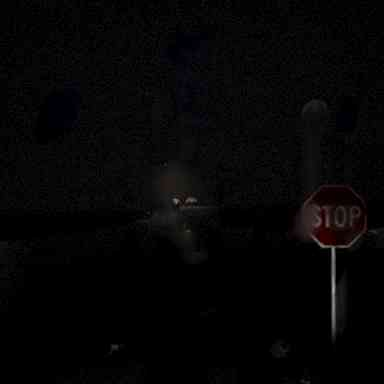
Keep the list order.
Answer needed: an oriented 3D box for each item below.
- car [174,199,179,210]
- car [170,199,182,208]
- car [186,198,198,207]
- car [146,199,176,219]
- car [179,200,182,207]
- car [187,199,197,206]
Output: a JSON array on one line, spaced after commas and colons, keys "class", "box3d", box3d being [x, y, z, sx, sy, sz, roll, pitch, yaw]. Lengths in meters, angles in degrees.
[{"class": "car", "box3d": [-2.882, 1.793, 39.653, 1.895, 1.301, 4.718, 0, -1, 0]}, {"class": "car", "box3d": [-2.835, 2.038, 59.312, 1.994, 1.385, 4.181, 0, -1, 1]}, {"class": "car", "box3d": [-0.068, 1.858, 61.328, 2.097, 1.767, 4.553, 0, -1, 0]}, {"class": "car", "box3d": [-2.887, 1.645, 30.003, 2.033, 1.411, 5.357, 0, 0, 0]}, {"class": "car", "box3d": [-2.881, 1.815, 49.361, 2.128, 1.511, 4.902, 0, -1, 0]}, {"class": "car", "box3d": [-0.079, 2.178, 71.355, 2.033, 1.411, 5.357, 0, -1, 0]}]
